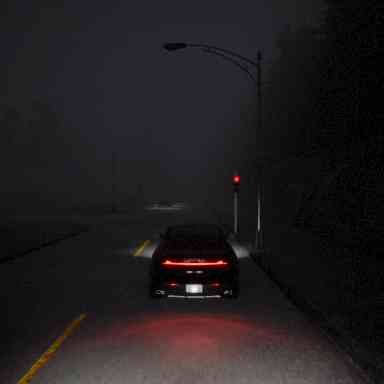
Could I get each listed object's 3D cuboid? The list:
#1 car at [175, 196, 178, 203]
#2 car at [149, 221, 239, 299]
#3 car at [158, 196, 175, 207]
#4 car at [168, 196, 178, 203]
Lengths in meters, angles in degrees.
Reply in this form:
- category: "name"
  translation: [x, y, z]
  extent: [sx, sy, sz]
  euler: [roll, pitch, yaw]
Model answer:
- category: "car"
  translation: [-4.057, 1.477, 60.531]
  extent: [1.882, 1.535, 5.008]
  euler: [0, 0, 0]
- category: "car"
  translation: [0.061, 1.505, 8.459]
  extent: [1.837, 1.490, 4.892]
  euler: [0, 0, 0]
- category: "car"
  translation: [-4.082, 1.477, 51.186]
  extent: [1.882, 1.535, 5.008]
  euler: [0, 0, 0]
- category: "car"
  translation: [-3.983, 1.522, 70.733]
  extent: [1.812, 1.442, 4.674]
  euler: [0, 0, 0]
